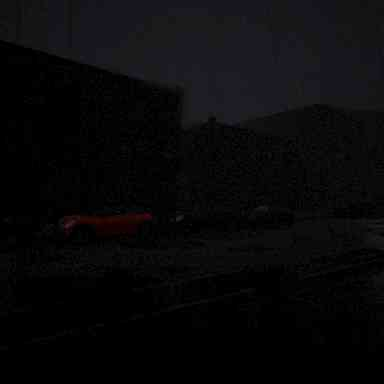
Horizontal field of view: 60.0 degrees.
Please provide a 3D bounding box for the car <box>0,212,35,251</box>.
[{"bbox_3d":[-8.578,1.455,12.472,4.892,1.521,2.231,0,0,-36],"label":"car"}]

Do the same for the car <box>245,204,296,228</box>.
[{"bbox_3d":[4.993,1.535,22.199,4.674,1.452,2.002,0,0,-36],"label":"car"}]

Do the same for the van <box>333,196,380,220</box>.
[{"bbox_3d":[13.878,1.296,28.567,4.442,1.987,1.878,0,0,-36],"label":"van"}]

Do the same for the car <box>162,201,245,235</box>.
[{"bbox_3d":[0.425,1.356,18.923,4.553,1.767,2.185,0,0,-36],"label":"car"}]

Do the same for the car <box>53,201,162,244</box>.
[{"bbox_3d":[-4.067,1.342,15.705,4.553,1.767,2.185,0,0,-36],"label":"car"}]

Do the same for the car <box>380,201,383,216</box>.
[{"bbox_3d":[18.438,1.566,31.837,4.792,1.488,2.163,0,0,-36],"label":"car"}]
